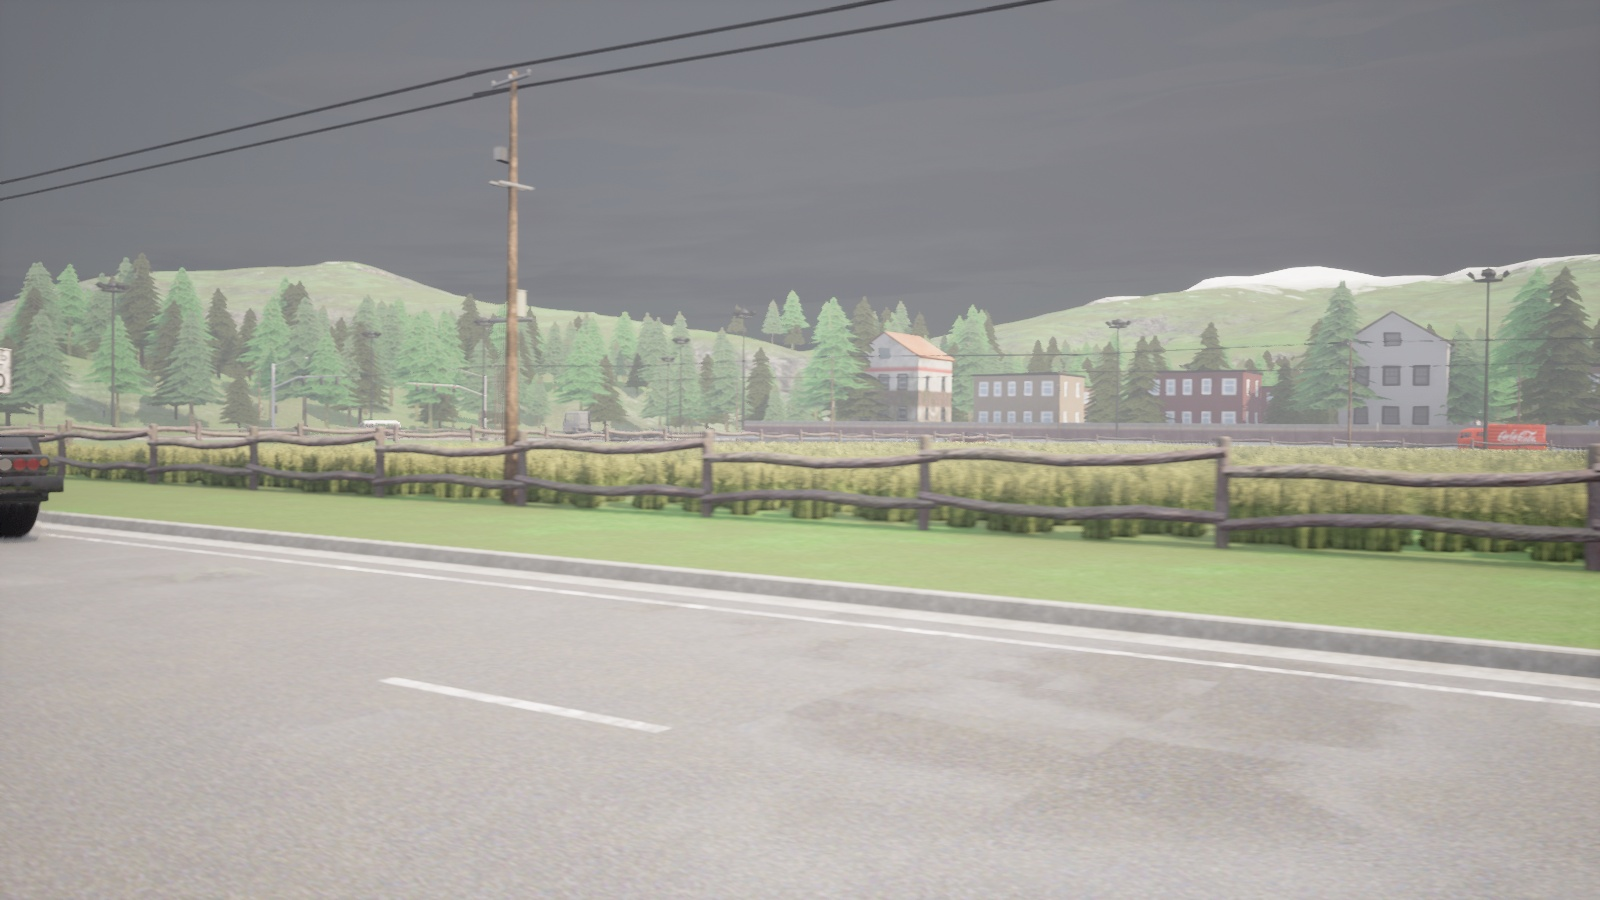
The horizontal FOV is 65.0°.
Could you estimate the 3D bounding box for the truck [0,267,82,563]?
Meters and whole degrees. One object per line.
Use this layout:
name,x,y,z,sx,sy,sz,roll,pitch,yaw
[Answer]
truck,-12.942,-0.408,16.401,7.936,3.462,2.891,0,1,34

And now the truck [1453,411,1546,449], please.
truck,46.865,-1.348,84.171,5.204,2.467,2.627,0,1,34
